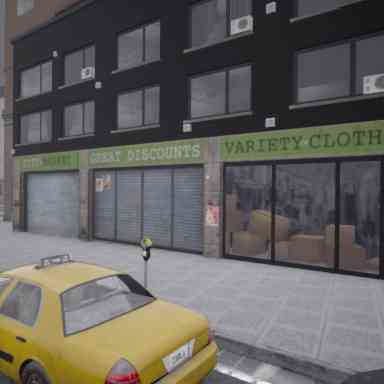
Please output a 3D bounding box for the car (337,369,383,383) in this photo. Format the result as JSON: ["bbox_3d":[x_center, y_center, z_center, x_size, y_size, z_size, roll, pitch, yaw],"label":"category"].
[{"bbox_3d":[2.689,1.551,1.177,4.403,1.369,2.008,0,1,35],"label":"car"}]

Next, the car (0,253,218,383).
[{"bbox_3d":[-2.003,1.524,4.510,4.829,1.417,1.752,0,1,35],"label":"car"}]
